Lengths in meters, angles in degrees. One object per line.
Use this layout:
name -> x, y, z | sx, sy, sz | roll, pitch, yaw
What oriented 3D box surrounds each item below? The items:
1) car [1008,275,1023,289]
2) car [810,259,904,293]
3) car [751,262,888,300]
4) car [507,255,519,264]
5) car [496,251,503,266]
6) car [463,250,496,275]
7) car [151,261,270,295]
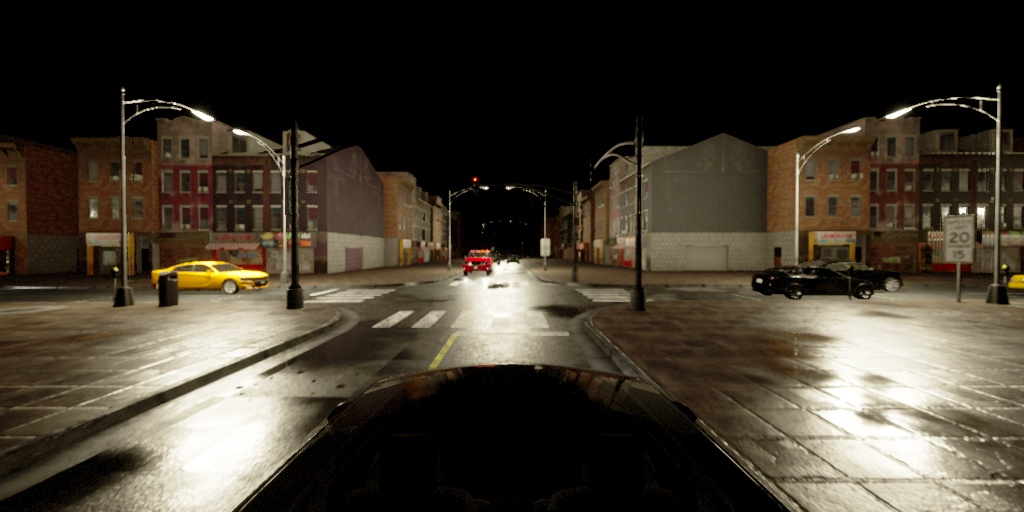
car -> 23.859, 0.989, 14.886 | 4.829, 1.417, 1.751 | 0, 0, 0
car -> 16.032, 0.927, 17.561 | 5.008, 1.535, 1.882 | 0, 1, 1
car -> 12.369, 1.058, 14.919 | 4.313, 1.339, 1.948 | 0, 0, 0
car -> 0.167, 0.512, 56.057 | 1.895, 1.301, 4.718 | 0, 1, 0
car -> -2.727, 0.244, 48.732 | 2.150, 2.045, 5.566 | 0, 1, 1
car -> -2.796, 0.518, 30.716 | 2.150, 2.045, 5.566 | 0, 1, 1
car -> -14.573, 1.013, 17.483 | 5.008, 1.535, 1.882 | 0, 1, 2
